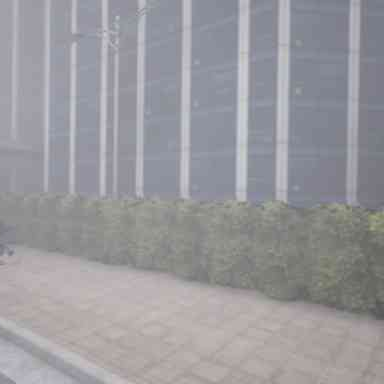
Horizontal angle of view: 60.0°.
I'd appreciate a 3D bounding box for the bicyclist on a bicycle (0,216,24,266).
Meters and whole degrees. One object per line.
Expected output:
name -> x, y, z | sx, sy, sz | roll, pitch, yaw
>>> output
bicyclist on a bicycle -> -5.114, 1.169, 8.489 | 0.582, 1.620, 1.656 | 1, 0, 36
